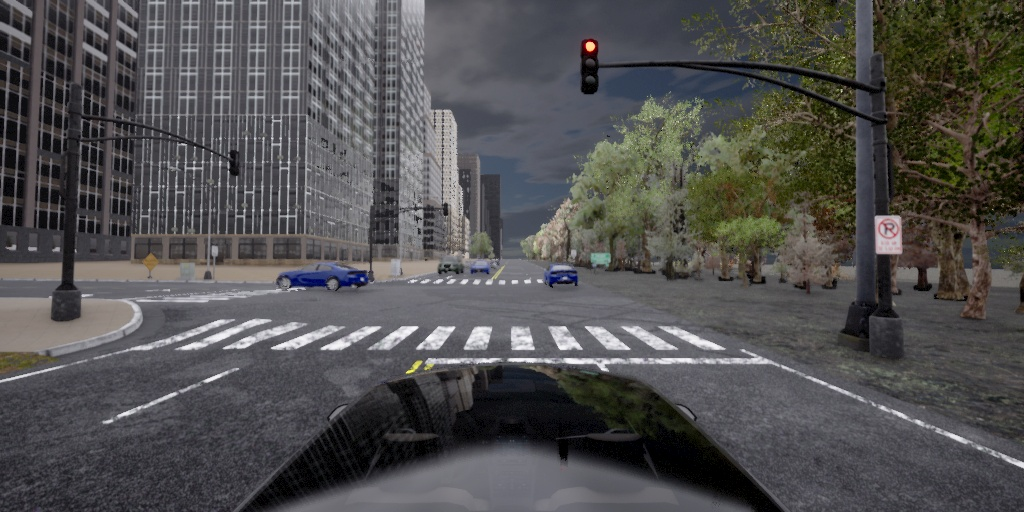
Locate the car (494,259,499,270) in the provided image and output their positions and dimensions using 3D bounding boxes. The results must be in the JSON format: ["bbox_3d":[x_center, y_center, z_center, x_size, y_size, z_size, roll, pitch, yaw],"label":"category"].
[{"bbox_3d":[-3.328,1.364,53.941,1.895,1.301,4.718,0,0,0],"label":"car"}]

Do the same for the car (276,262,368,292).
[{"bbox_3d":[-10.560,1.111,19.984,5.008,1.535,1.882,0,-3,12],"label":"car"}]

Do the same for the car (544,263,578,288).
[{"bbox_3d":[3.331,1.259,25.181,1.882,1.535,5.008,-2,0,0],"label":"car"}]

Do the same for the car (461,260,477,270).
[{"bbox_3d":[-6.574,1.364,55.712,1.895,1.301,4.718,0,0,0],"label":"car"}]

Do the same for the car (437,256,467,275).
[{"bbox_3d":[-6.593,0.978,39.109,2.150,2.045,5.566,0,0,0],"label":"car"}]

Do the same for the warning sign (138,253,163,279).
[{"bbox_3d":[-26.156,0.724,25.897,1.060,1.860,1.300,0,0,-4],"label":"warning sign"}]

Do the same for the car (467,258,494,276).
[{"bbox_3d":[-3.337,1.237,38.396,1.882,1.535,5.008,0,0,0],"label":"car"}]
